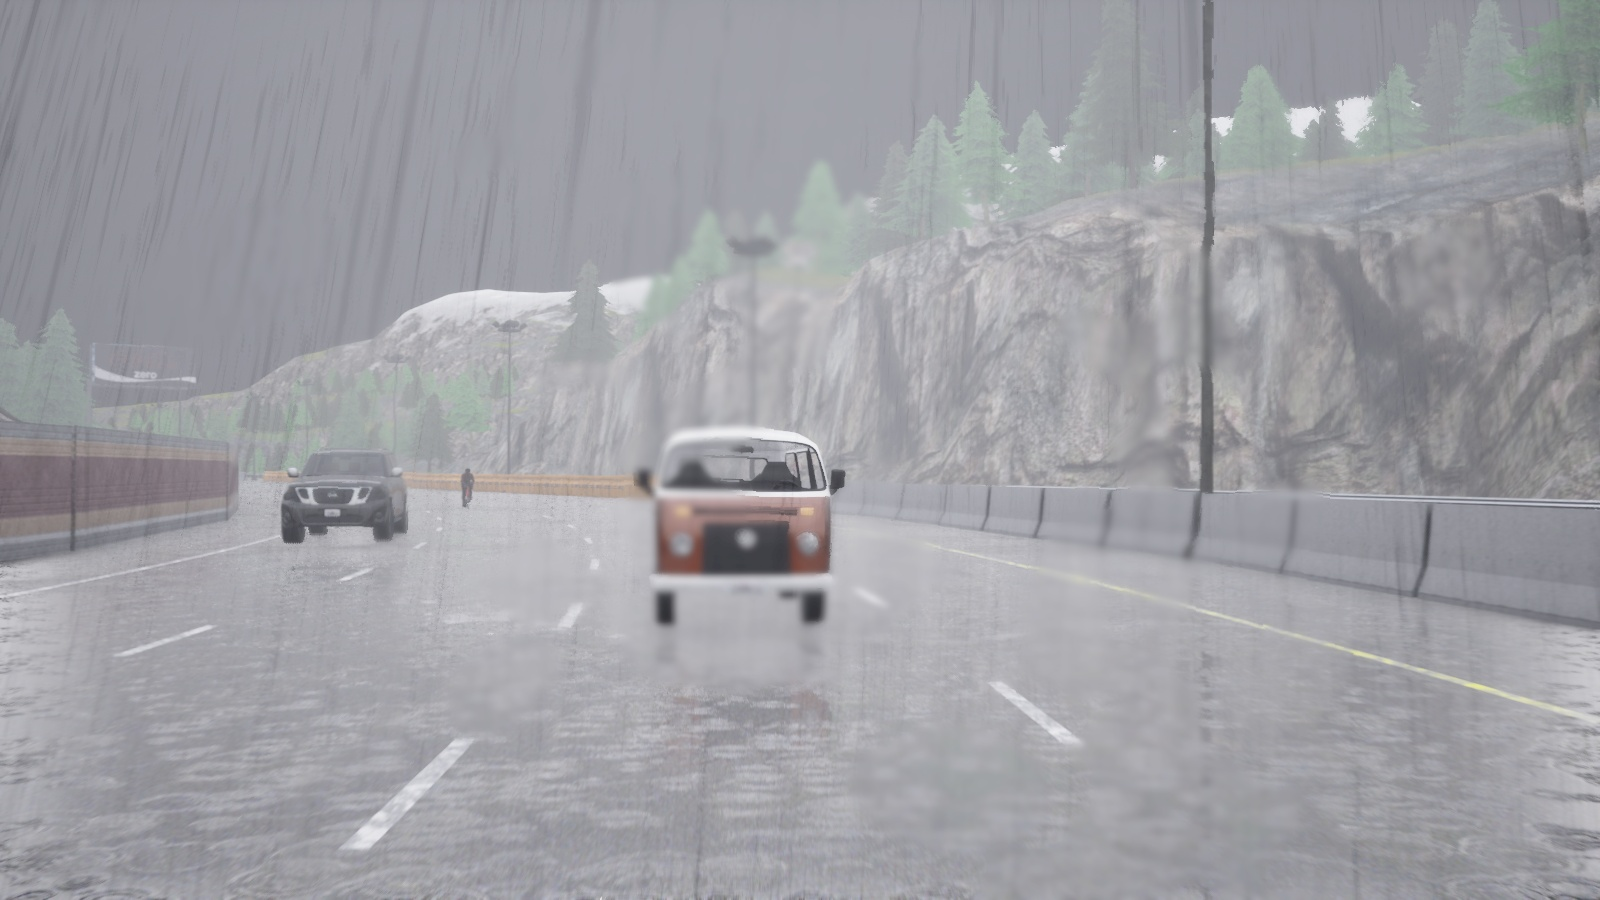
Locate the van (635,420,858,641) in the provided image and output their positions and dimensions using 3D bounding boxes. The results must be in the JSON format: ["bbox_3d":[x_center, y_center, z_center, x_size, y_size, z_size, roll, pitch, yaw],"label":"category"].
[{"bbox_3d":[-0.737,0.774,13.926,2.069,2.038,4.480,0,-1,-6],"label":"van"}]

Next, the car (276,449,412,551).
[{"bbox_3d":[-10.077,1.049,28.180,2.150,2.045,5.566,0,-1,-12],"label":"car"}]
